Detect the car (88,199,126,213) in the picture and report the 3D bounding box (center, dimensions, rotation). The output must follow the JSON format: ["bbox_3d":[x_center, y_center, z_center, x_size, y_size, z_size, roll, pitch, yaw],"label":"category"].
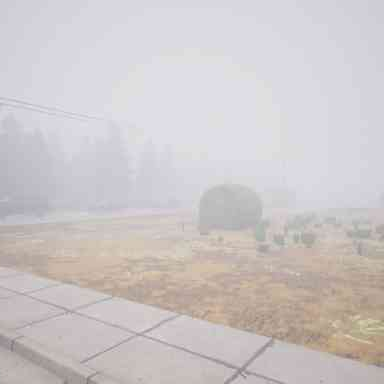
[{"bbox_3d":[-9.552,1.552,37.751,1.812,1.442,4.674,0,0,37],"label":"car"}]

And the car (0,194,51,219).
[{"bbox_3d":[-15.500,1.248,29.703,2.150,2.045,5.566,0,0,36],"label":"car"}]

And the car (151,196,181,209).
[{"bbox_3d":[-3.586,1.379,45.829,2.097,1.767,4.553,0,0,37],"label":"car"}]
